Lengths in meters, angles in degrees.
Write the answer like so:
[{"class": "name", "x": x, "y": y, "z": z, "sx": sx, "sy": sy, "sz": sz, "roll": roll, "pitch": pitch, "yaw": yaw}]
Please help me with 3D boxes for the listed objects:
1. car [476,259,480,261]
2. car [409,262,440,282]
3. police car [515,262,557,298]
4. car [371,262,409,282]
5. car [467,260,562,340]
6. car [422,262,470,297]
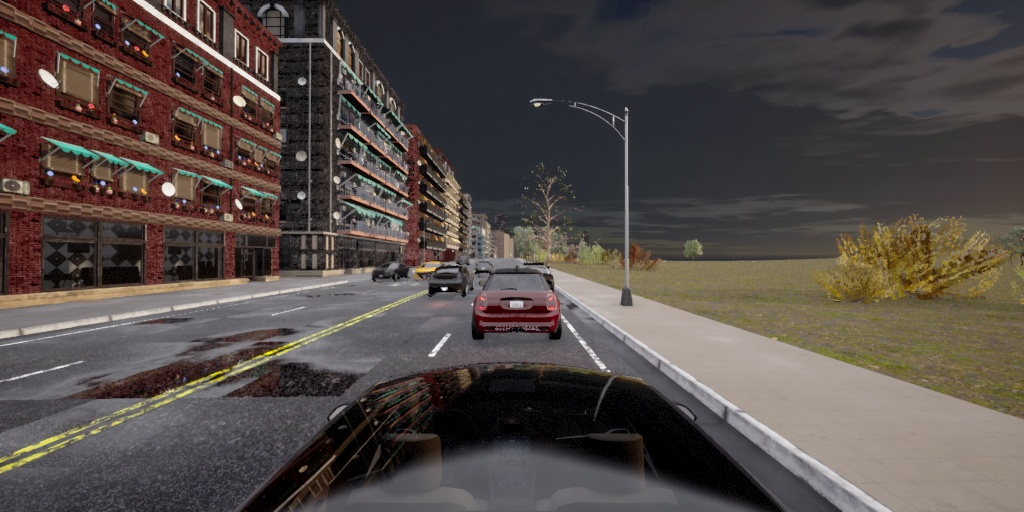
[{"class": "car", "x": -3.067, "y": 1.315, "z": 40.784, "sx": 1.994, "sy": 1.385, "sz": 4.181, "roll": 0, "pitch": 0, "yaw": 0}, {"class": "car", "x": -6.544, "y": 1.230, "z": 29.304, "sx": 1.882, "sy": 1.535, "sz": 5.008, "roll": 0, "pitch": 0, "yaw": 0}, {"class": "police car", "x": 1.174, "y": 1.177, "z": 19.649, "sx": 1.930, "sy": 1.638, "sz": 5.238, "roll": 0, "pitch": 0, "yaw": 0}, {"class": "car", "x": -9.793, "y": 1.230, "z": 29.299, "sx": 1.882, "sy": 1.535, "sz": 5.008, "roll": 0, "pitch": 0, "yaw": 0}, {"class": "car", "x": 0.113, "y": 1.103, "z": 10.154, "sx": 2.097, "sy": 1.767, "sz": 4.553, "roll": 0, "pitch": 0, "yaw": 0}, {"class": "car", "x": -3.115, "y": 1.257, "z": 18.992, "sx": 1.837, "sy": 1.490, "sz": 4.892, "roll": 0, "pitch": 0, "yaw": 0}]
